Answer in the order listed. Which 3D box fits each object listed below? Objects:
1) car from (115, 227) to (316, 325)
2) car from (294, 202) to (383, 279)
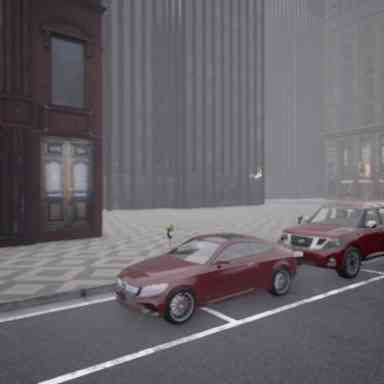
[{"bbox_3d":[0.501,1.559,7.006,4.206,1.307,1.802,0,0,-36],"label":"car"},{"bbox_3d":[4.814,1.263,10.084,5.009,1.841,2.192,0,0,-36],"label":"car"}]
